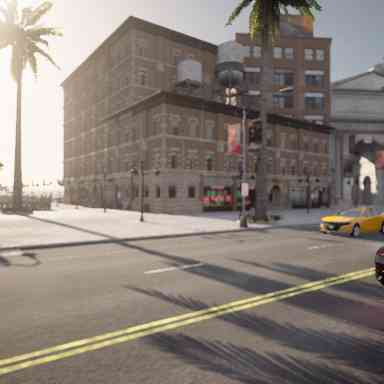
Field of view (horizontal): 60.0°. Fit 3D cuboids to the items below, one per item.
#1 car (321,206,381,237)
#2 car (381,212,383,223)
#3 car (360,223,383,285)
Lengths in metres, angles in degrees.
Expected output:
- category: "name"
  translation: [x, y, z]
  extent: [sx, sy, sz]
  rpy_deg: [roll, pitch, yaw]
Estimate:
- category: "car"
  translation: [9.429, 1.607, 19.114]
  extent: [5.008, 1.535, 1.882]
  rpy_deg: [0, 0, -35]
- category: "car"
  translation: [11.419, 1.661, 16.235]
  extent: [4.674, 1.442, 1.812]
  rpy_deg: [1, 0, -35]
- category: "car"
  translation: [6.414, 1.571, 8.265]
  extent: [4.892, 1.490, 1.837]
  rpy_deg: [0, 0, -35]
